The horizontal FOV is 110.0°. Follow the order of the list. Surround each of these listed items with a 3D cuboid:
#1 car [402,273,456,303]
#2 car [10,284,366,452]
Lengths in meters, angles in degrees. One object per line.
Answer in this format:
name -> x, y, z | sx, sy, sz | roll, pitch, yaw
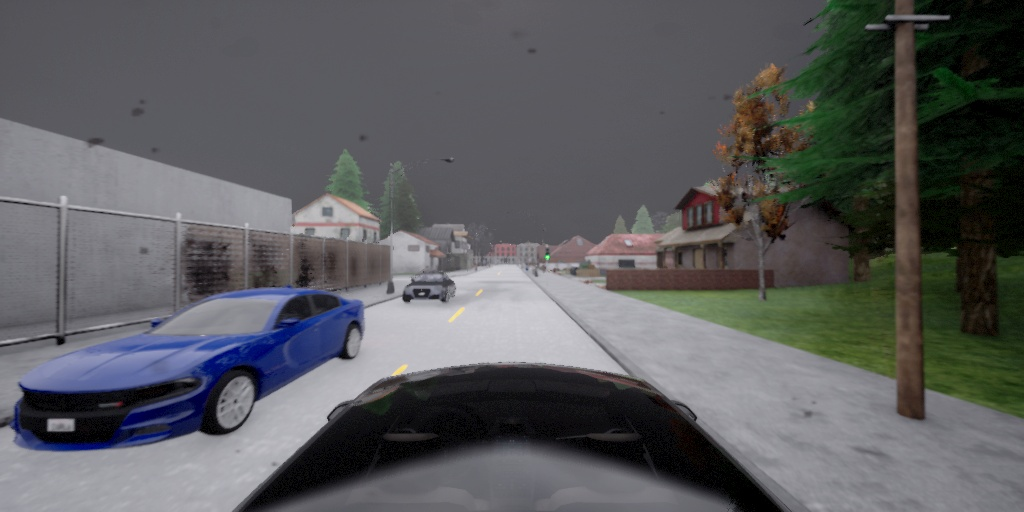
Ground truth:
car -> -4.017, 1.531, 17.977 | 1.994, 1.385, 4.181 | 0, -1, 0
car -> -4.095, 1.282, 5.754 | 1.882, 1.535, 5.008 | 0, 0, 0
